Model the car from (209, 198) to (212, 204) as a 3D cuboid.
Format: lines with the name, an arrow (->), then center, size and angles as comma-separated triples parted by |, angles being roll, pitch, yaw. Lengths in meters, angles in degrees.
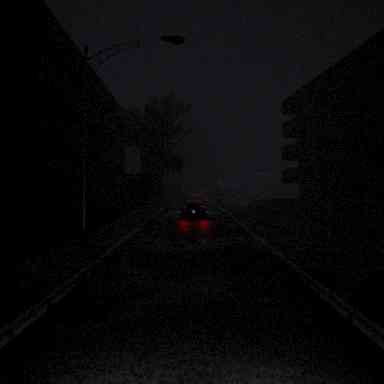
car -> 1.990, 2.205, 88.304 | 2.435, 2.045, 5.566 | 2, -3, -30

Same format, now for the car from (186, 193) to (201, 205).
car -> 0.198, 0.880, 42.538 | 1.882, 1.535, 5.008 | 0, -1, 1

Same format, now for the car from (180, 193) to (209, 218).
car -> 0.104, 1.098, 25.358 | 1.812, 1.442, 4.674 | 0, 2, 0

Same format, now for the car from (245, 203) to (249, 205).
car -> 13.673, 3.464, 90.643 | 1.946, 1.575, 5.366 | 7, -4, -30

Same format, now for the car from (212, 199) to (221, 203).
car -> 4.870, 2.500, 88.891 | 2.185, 1.767, 4.553 | 4, -4, -31

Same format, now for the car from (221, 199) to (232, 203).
car -> 7.843, 2.753, 89.389 | 2.185, 1.767, 4.553 | 6, -4, -31

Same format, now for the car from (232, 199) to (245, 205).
car -> 10.840, 2.923, 89.947 | 2.435, 2.045, 5.566 | 7, -4, -30
